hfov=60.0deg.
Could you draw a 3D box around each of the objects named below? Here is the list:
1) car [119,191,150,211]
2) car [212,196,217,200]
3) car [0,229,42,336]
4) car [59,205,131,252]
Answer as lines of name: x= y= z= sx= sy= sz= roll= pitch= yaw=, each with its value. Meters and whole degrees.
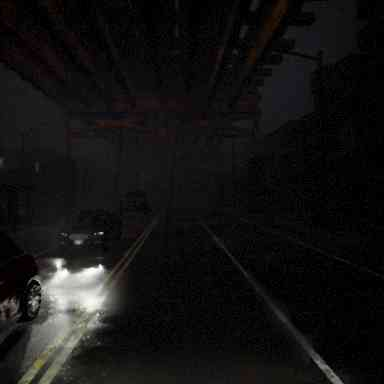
car: x=-4.703 y=0.902 z=27.811 sx=2.150 sy=2.045 sz=5.566 roll=-1 pitch=0 yaw=-3
car: x=8.100 y=1.407 z=93.754 sx=4.974 sy=1.542 sz=2.038 roll=-1 pitch=0 yaw=27
car: x=-3.740 y=1.394 z=4.208 sx=2.097 sy=1.767 sz=4.553 roll=-1 pitch=0 yaw=-3
car: x=-4.187 y=1.542 z=14.410 sx=2.128 sy=1.511 sz=4.902 roll=-1 pitch=0 yaw=-3
